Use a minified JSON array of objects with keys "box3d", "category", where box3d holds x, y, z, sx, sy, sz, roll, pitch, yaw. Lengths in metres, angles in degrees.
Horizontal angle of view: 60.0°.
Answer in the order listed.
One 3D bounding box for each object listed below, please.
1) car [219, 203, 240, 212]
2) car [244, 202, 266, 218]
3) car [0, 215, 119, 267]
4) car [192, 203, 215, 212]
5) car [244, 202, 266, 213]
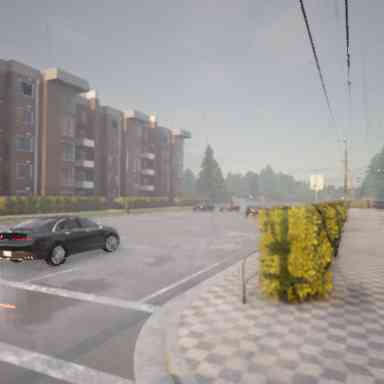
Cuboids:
[{"box3d":[5.649,2.312,49.568,1.895,1.301,4.718,0,-1,26],"category":"car"},{"box3d":[7.116,2.070,36.288,1.837,1.490,4.892,0,-1,26],"category":"car"},{"box3d":[-4.519,1.599,12.003,1.837,1.490,4.892,-1,-2,21],"category":"car"},{"box3d":[1.840,2.260,49.731,1.895,1.301,4.718,0,-1,26],"category":"car"},{"box3d":[9.420,2.241,49.329,1.882,1.535,5.008,0,-1,26],"category":"car"}]
